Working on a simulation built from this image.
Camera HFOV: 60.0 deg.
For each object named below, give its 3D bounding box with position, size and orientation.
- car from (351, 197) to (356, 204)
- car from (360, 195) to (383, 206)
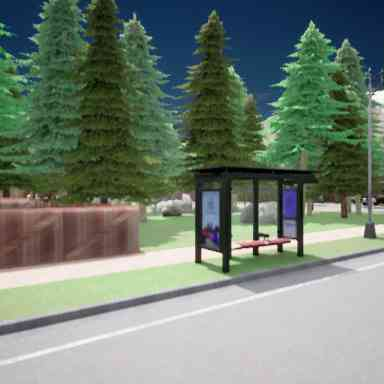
[{"bbox_3d":[25.780,1.130,51.767,3.866,1.878,1.905,0,0,-37],"label":"car"},{"bbox_3d":[27.598,1.128,49.988,4.605,1.855,1.932,0,0,-37],"label":"car"}]
